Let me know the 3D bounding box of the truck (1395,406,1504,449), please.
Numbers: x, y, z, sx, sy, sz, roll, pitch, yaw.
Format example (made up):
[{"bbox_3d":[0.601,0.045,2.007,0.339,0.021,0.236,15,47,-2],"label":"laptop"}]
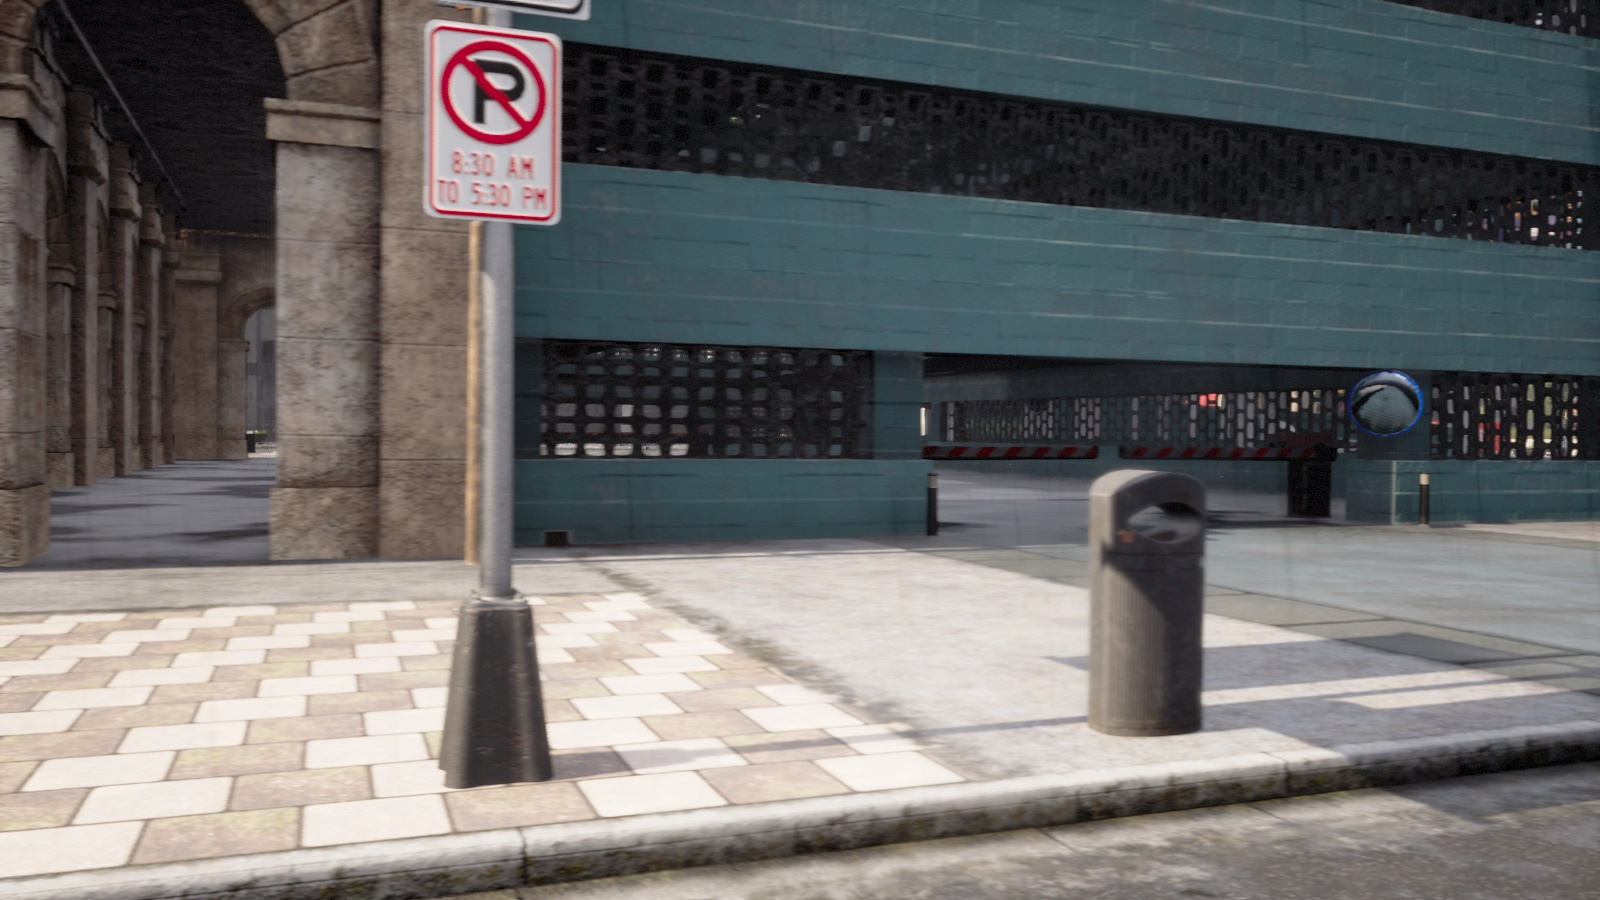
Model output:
[{"bbox_3d":[38.679,-1.325,74.836,5.204,2.467,2.627,0,1,44],"label":"truck"}]
